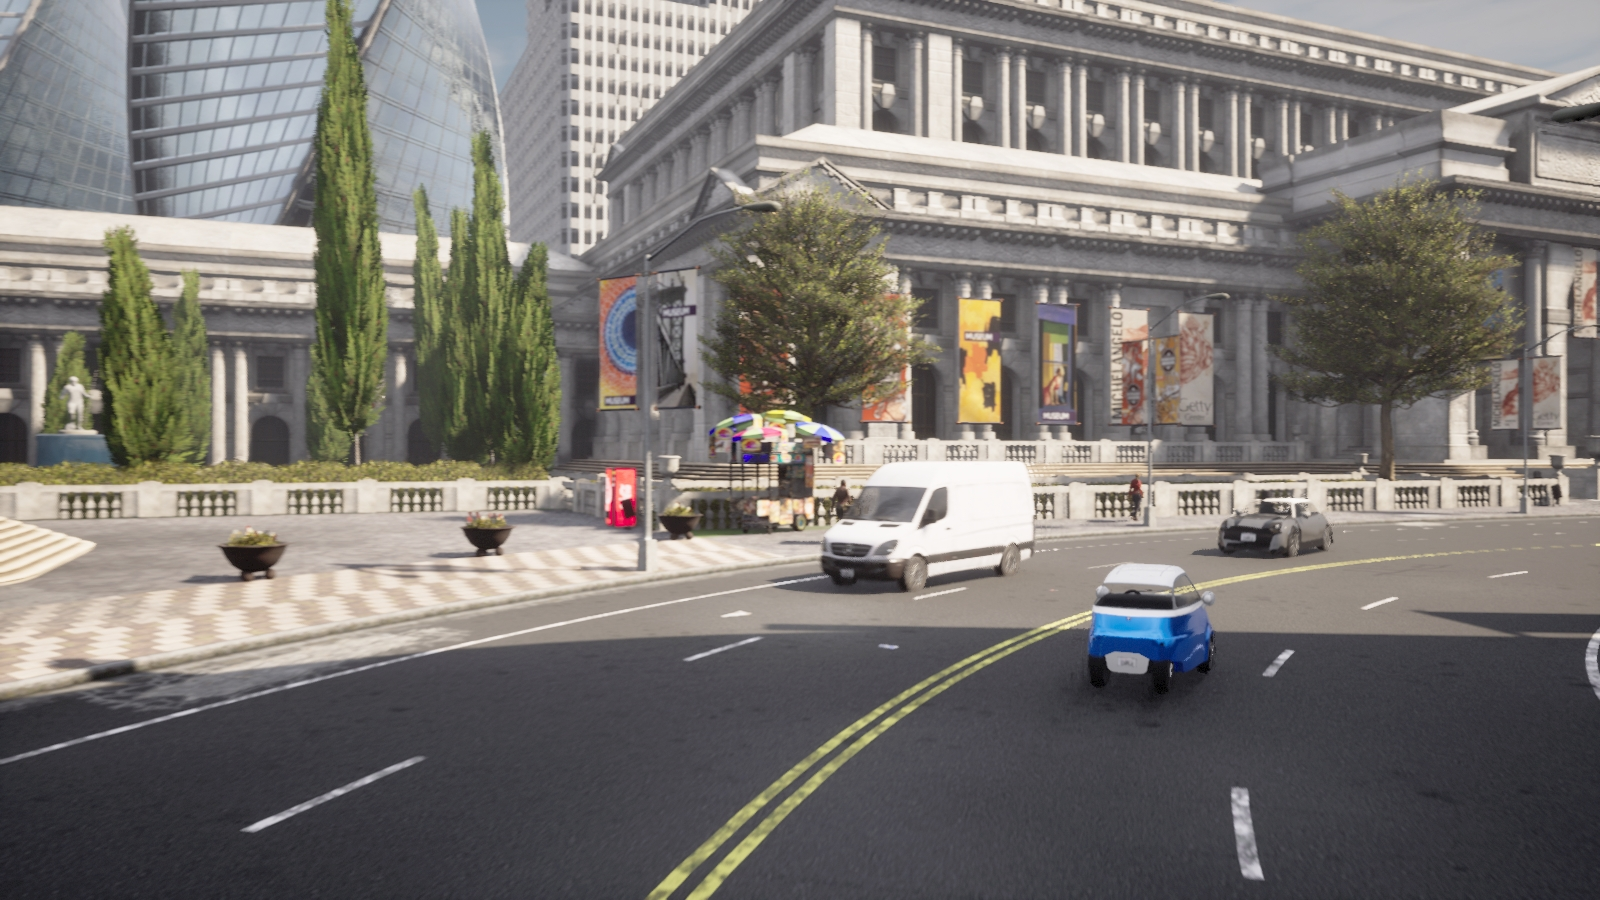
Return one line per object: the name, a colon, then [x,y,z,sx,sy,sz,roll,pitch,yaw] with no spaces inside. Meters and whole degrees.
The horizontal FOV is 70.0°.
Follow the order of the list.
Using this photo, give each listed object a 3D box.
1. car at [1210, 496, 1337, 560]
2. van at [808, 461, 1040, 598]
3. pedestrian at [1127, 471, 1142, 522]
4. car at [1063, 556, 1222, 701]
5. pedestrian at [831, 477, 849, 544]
car: [12.950,2.073,31.159,1.970,1.475,3.806,0,0,43]
van: [2.832,1.536,24.621,1.988,2.561,5.915,0,0,41]
pedestrian: [12.303,1.704,41.977,0.375,1.860,0.375,0,0,-29]
car: [4.284,2.123,14.144,1.481,1.376,2.207,0,0,28]
pedestrian: [1.135,1.697,32.171,0.375,1.860,0.375,0,0,28]
